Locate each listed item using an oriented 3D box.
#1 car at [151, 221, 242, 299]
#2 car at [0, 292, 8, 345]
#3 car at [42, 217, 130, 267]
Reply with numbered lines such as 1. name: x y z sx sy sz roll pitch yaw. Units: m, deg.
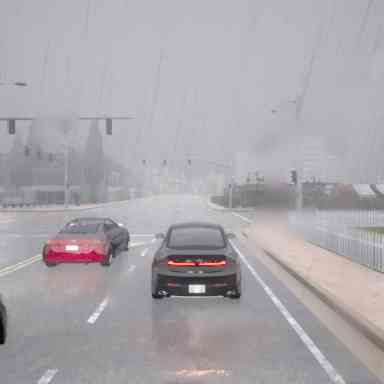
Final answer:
1. car: 0.087 1.505 8.440 1.837 1.490 4.892 0 0 0
2. car: -3.408 1.492 2.570 2.128 1.511 4.902 0 0 0
3. car: -3.418 1.564 11.479 1.994 1.385 4.181 0 0 0
